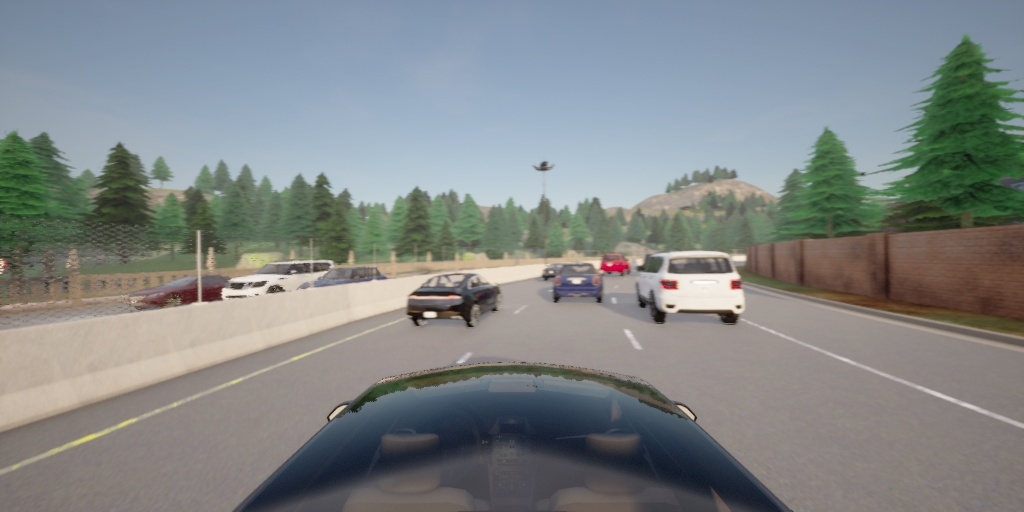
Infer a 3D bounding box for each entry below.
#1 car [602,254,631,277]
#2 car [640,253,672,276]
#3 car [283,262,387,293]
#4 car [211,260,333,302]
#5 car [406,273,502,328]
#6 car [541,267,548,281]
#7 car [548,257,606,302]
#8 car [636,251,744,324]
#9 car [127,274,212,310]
[{"bbox_3d":[9.877,0.864,34.221,2.150,2.045,5.566,-1,0,27],"label":"car"},{"bbox_3d":[13.933,0.782,34.454,2.150,2.045,5.566,-1,0,28],"label":"car"},{"bbox_3d":[-7.827,1.305,16.836,2.097,1.767,4.553,-1,0,14],"label":"car"},{"bbox_3d":[-11.206,1.246,18.011,2.150,2.045,5.566,-1,0,14],"label":"car"},{"bbox_3d":[-1.647,1.304,11.686,2.128,1.511,4.902,-1,0,11],"label":"car"},{"bbox_3d":[4.022,1.297,29.979,2.033,1.411,5.357,-1,0,23],"label":"car"},{"bbox_3d":[3.196,1.081,16.830,2.097,1.767,4.553,-1,0,15],"label":"car"},{"bbox_3d":[5.440,0.889,11.681,2.150,2.045,5.566,-1,0,12],"label":"car"},{"bbox_3d":[-14.985,1.624,17.012,1.812,1.442,4.674,-1,0,13],"label":"car"}]
